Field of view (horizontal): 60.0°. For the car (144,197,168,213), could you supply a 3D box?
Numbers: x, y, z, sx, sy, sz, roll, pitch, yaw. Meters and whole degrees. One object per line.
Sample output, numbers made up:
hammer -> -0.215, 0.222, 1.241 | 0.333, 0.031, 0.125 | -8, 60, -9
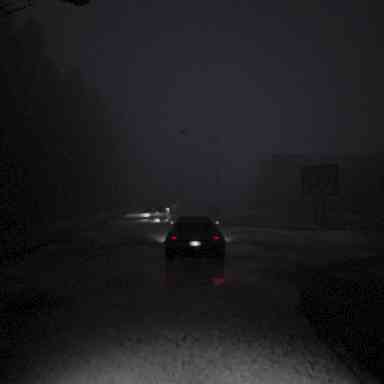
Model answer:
car -> -4.087, 1.564, 37.028 | 1.994, 1.385, 4.181 | 0, 0, 0

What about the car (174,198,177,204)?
car -> -4.025, 1.526, 62.629 | 1.812, 1.442, 4.674 | 0, 1, 1

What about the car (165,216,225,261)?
car -> 0.099, 1.564, 12.250 | 1.994, 1.385, 4.181 | 0, 0, 0

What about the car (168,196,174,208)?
car -> -4.074, 1.502, 48.271 | 1.837, 1.490, 4.892 | 0, 1, 0
